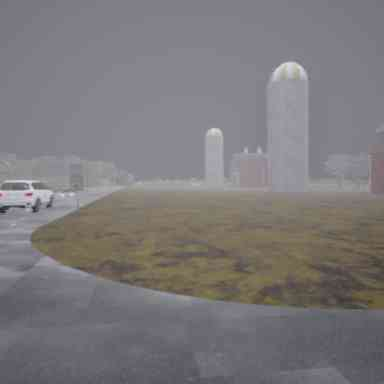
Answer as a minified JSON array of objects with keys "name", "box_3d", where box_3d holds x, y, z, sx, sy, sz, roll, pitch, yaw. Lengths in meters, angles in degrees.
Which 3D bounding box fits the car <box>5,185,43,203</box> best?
[{"name":"car","box_3d":[-16.287,0.159,32.534,1.837,1.490,4.892,-1,2,-9]}]

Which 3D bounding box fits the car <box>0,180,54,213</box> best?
[{"name":"car","box_3d":[-10.990,0.234,22.354,2.150,2.045,5.566,-1,2,-9]}]

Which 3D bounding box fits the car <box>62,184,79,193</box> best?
[{"name":"car","box_3d":[-19.362,-0.579,53.207,1.837,1.490,4.892,-1,2,-9]}]
